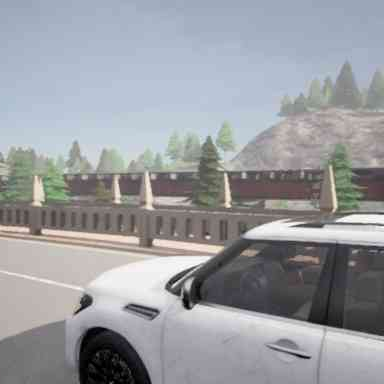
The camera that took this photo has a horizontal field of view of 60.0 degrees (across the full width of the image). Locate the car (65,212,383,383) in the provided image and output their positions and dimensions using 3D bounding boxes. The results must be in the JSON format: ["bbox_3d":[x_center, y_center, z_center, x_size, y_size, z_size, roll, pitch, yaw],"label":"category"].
[{"bbox_3d":[1.287,1.207,2.912,5.566,2.045,2.150,0,0,35],"label":"car"}]
